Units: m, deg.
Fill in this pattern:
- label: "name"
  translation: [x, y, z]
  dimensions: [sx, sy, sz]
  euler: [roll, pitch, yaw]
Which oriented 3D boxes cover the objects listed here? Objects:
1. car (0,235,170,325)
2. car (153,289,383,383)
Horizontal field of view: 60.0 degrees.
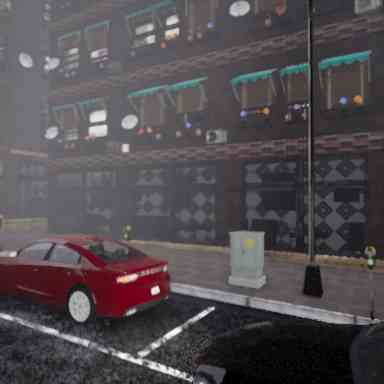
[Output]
- label: "car"
  translation: [-2.589, 1.558, 6.950]
  dimensions: [4.507, 1.381, 1.887]
  euler: [1, -2, 29]
- label: "car"
  translation: [2.181, 1.614, 2.266]
  dimensions: [4.674, 1.442, 1.812]
  euler: [1, -1, 29]
